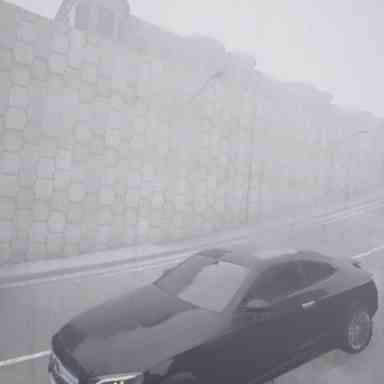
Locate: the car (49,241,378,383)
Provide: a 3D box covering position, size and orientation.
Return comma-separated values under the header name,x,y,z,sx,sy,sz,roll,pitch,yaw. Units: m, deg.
name,x,y,z,sx,sy,sz,roll,pitch,yaw
car,0.633,1.474,4.400,4.674,1.442,1.812,-2,1,-34
